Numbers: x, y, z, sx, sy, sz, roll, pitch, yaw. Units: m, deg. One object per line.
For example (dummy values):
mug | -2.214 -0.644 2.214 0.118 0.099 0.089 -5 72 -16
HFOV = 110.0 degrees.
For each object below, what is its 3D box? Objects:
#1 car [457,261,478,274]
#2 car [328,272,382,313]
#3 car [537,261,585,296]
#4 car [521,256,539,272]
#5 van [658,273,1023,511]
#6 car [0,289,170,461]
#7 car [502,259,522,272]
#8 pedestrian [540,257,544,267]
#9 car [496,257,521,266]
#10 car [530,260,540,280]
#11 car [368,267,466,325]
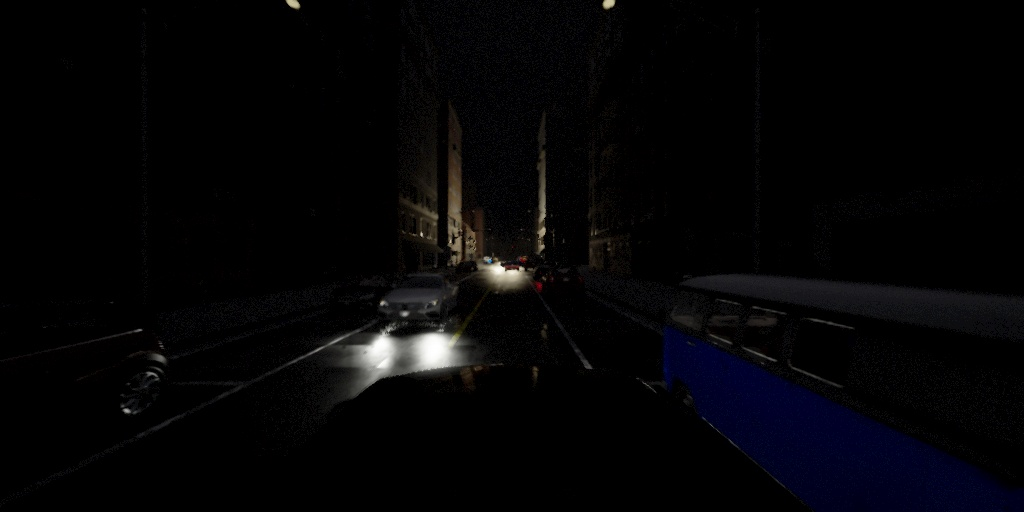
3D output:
car | -5.378 1.286 41.423 1.888 1.381 4.507 0 0 0
car | -5.385 1.298 13.867 2.007 1.370 4.403 0 0 0
car | 2.641 1.186 19.376 1.967 1.591 4.097 0 0 0
car | 2.648 1.053 46.932 2.192 1.841 5.009 0 0 0
van | 2.638 1.090 2.843 1.690 1.789 3.998 0 0 0
car | -5.387 1.190 2.845 1.967 1.591 4.097 0 0 0
car | 0.021 1.340 46.640 1.895 1.301 4.718 0 0 0
pedestrian | 2.757 1.037 33.283 0.375 1.860 0.375 0 0 -14
car | 0.242 1.325 60.876 4.718 1.301 1.895 0 0 -36
car | 2.757 1.271 30.447 1.812 1.442 4.674 0 0 0
car | -2.859 1.274 11.910 1.812 1.442 4.674 0 0 0
